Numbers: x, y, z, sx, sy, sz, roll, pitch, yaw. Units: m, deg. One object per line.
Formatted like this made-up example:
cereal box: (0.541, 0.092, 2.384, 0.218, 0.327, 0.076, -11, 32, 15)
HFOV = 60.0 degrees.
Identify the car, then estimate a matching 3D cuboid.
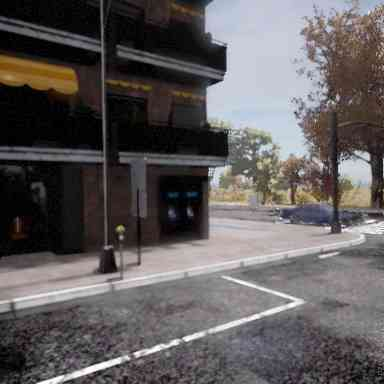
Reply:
car: (8.554, 1.483, 22.443, 2.033, 1.411, 5.357, -2, 1, -37)
